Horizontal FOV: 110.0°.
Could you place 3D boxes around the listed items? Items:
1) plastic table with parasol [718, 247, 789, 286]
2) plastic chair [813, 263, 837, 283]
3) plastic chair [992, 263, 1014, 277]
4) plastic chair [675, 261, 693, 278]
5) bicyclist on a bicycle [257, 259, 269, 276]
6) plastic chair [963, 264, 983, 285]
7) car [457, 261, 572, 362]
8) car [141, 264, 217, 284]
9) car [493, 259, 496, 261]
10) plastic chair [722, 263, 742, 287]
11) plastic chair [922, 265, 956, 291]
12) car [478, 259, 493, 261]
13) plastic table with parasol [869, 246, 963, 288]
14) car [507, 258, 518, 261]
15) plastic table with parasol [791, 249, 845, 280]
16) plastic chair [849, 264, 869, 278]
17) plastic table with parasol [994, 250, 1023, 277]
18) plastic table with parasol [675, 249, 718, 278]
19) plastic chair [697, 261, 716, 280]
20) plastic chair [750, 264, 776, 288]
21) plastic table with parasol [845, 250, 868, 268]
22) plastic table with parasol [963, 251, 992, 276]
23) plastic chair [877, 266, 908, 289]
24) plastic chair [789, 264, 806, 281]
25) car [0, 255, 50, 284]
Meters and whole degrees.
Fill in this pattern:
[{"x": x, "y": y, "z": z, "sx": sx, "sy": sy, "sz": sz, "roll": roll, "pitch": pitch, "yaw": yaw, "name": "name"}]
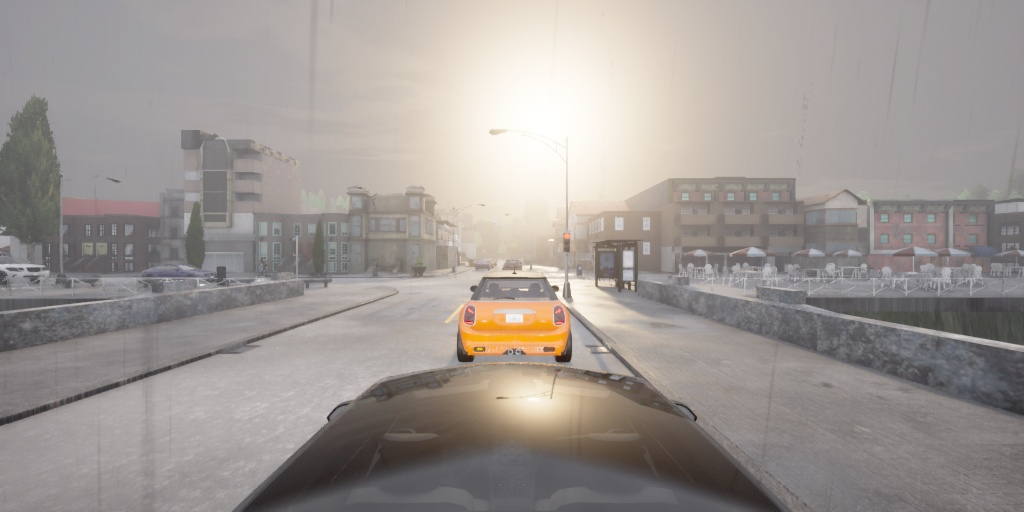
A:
[{"x": 15.173, "y": 0.675, "z": 22.670, "sx": 2.482, "sy": 2.480, "sz": 2.482, "roll": 0, "pitch": 0, "yaw": 0, "name": "plastic table with parasol"}, {"x": 22.804, "y": 1.279, "z": 26.108, "sx": 0.750, "sy": 1.272, "sz": 0.730, "roll": 0, "pitch": 0, "yaw": 0, "name": "plastic chair"}, {"x": 45.507, "y": 1.279, "z": 33.301, "sx": 0.730, "sy": 1.272, "sz": 0.750, "roll": 0, "pitch": 0, "yaw": 0, "name": "plastic chair"}, {"x": 14.706, "y": 1.279, "z": 30.610, "sx": 0.730, "sy": 1.272, "sz": 0.750, "roll": 0, "pitch": 0, "yaw": 0, "name": "plastic chair"}, {"x": -24.013, "y": 1.099, "z": 34.562, "sx": 0.582, "sy": 1.620, "sz": 1.656, "roll": 0, "pitch": 0, "yaw": 0, "name": "bicyclist on a bicycle"}, {"x": 30.504, "y": 1.279, "z": 23.805, "sx": 0.750, "sy": 1.272, "sz": 0.730, "roll": 0, "pitch": 0, "yaw": 0, "name": "plastic chair"}, {"x": 0.062, "y": 1.102, "z": 8.353, "sx": 2.097, "sy": 1.767, "sz": 4.553, "roll": 0, "pitch": 0, "yaw": 1, "name": "car"}, {"x": -24.219, "y": 1.276, "z": 26.165, "sx": 4.674, "sy": 1.442, "sz": 1.812, "roll": 0, "pitch": 0, "yaw": 0, "name": "car"}, {"x": -4.068, "y": 1.228, "z": 60.682, "sx": 1.882, "sy": 1.535, "sz": 5.008, "roll": 0, "pitch": 0, "yaw": 0, "name": "car"}, {"x": 13.903, "y": 1.279, "z": 22.811, "sx": 0.730, "sy": 1.272, "sz": 0.750, "roll": 0, "pitch": 0, "yaw": 0, "name": "plastic chair"}, {"x": 23.702, "y": 1.279, "z": 19.907, "sx": 0.750, "sy": 1.272, "sz": 0.730, "roll": 0, "pitch": 0, "yaw": 0, "name": "plastic chair"}, {"x": -4.088, "y": 1.228, "z": 51.032, "sx": 1.882, "sy": 1.535, "sz": 5.008, "roll": 0, "pitch": 0, "yaw": 0, "name": "car"}, {"x": 23.803, "y": 0.675, "z": 21.257, "sx": 2.482, "sy": 2.480, "sz": 2.482, "roll": 0, "pitch": 0, "yaw": 0, "name": "plastic table with parasol"}, {"x": 0.082, "y": 1.102, "z": 41.578, "sx": 2.097, "sy": 1.767, "sz": 4.553, "roll": 0, "pitch": 0, "yaw": 1, "name": "car"}, {"x": 22.905, "y": 0.675, "z": 27.458, "sx": 2.482, "sy": 2.480, "sz": 2.482, "roll": 0, "pitch": 0, "yaw": 0, "name": "plastic table with parasol"}, {"x": 29.906, "y": 1.279, "z": 30.805, "sx": 0.750, "sy": 1.272, "sz": 0.730, "roll": 0, "pitch": 0, "yaw": 0, "name": "plastic chair"}, {"x": 46.707, "y": 0.675, "z": 33.180, "sx": 2.482, "sy": 2.480, "sz": 2.482, "roll": 0, "pitch": 0, "yaw": 0, "name": "plastic table with parasol"}, {"x": 15.926, "y": 0.675, "z": 30.490, "sx": 2.482, "sy": 2.480, "sz": 2.482, "roll": 0, "pitch": 0, "yaw": 0, "name": "plastic table with parasol"}, {"x": 15.805, "y": 1.279, "z": 29.210, "sx": 0.750, "sy": 1.272, "sz": 0.730, "roll": 0, "pitch": 0, "yaw": 0, "name": "plastic chair"}, {"x": 15.003, "y": 1.279, "z": 21.410, "sx": 0.750, "sy": 1.272, "sz": 0.730, "roll": 0, "pitch": 0, "yaw": 0, "name": "plastic chair"}, {"x": 30.236, "y": 0.675, "z": 32.175, "sx": 2.482, "sy": 2.480, "sz": 2.482, "roll": 0, "pitch": 0, "yaw": 0, "name": "plastic table with parasol"}, {"x": 30.514, "y": 0.675, "z": 25.085, "sx": 2.482, "sy": 2.480, "sz": 2.482, "roll": 0, "pitch": 0, "yaw": 0, "name": "plastic table with parasol"}, {"x": 22.603, "y": 1.279, "z": 21.308, "sx": 0.730, "sy": 1.272, "sz": 0.750, "roll": 0, "pitch": 0, "yaw": 0, "name": "plastic chair"}, {"x": 21.705, "y": 1.279, "z": 27.508, "sx": 0.730, "sy": 1.272, "sz": 0.750, "roll": 0, "pitch": 0, "yaw": 0, "name": "plastic chair"}, {"x": -37.550, "y": 0.971, "z": 26.175, "sx": 5.566, "sy": 2.045, "sz": 2.150, "roll": 0, "pitch": 0, "yaw": 0, "name": "car"}]
